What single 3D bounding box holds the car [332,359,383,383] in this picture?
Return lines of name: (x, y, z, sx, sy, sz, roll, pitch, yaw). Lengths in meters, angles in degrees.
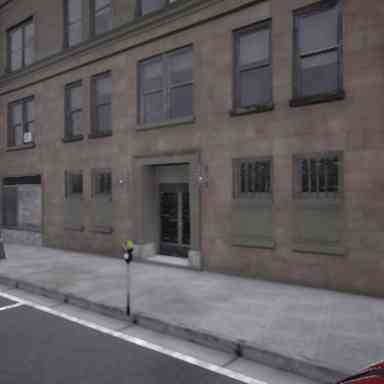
car: (2.380, 1.427, 1.150, 4.097, 1.590, 1.967, -1, 0, 35)
